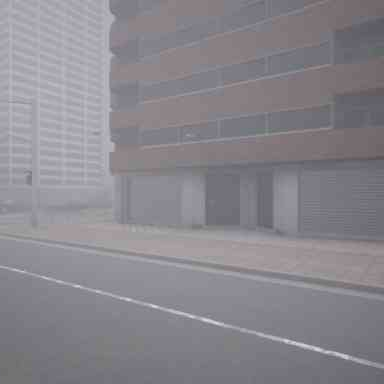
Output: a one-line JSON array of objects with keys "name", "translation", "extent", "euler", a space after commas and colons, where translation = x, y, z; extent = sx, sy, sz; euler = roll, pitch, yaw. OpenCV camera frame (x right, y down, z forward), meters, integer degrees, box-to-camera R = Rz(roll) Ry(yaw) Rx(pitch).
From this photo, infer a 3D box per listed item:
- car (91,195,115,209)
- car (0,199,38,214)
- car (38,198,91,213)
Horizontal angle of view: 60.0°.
[{"name": "car", "translation": [-12.816, 1.505, 44.169], "extent": [1.837, 1.490, 4.892], "euler": [0, 0, 35]}, {"name": "car", "translation": [-18.771, 1.477, 35.614], "extent": [1.882, 1.535, 5.008], "euler": [0, 0, 35]}, {"name": "car", "translation": [-13.907, 1.601, 36.478], "extent": [1.895, 1.301, 4.718], "euler": [0, 0, 35]}]
